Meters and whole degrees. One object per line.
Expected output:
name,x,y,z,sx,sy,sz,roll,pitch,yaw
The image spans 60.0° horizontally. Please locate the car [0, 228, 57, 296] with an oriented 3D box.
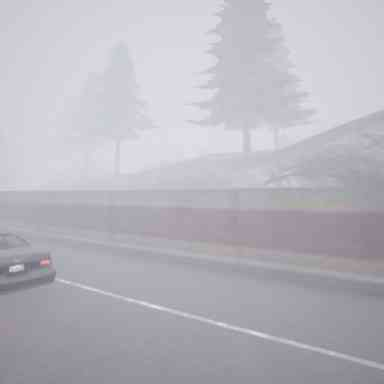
car,-5.454,1.575,8.183,5.357,1.411,2.033,0,0,38
